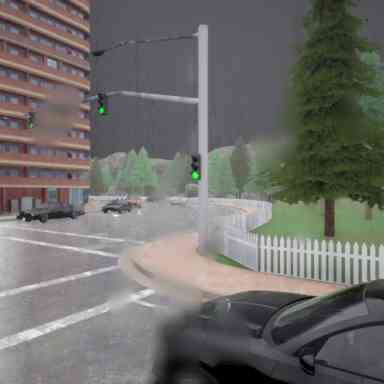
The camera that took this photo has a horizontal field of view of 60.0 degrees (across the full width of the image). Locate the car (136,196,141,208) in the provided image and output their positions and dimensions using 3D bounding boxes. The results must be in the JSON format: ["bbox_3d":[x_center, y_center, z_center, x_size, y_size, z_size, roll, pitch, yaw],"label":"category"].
[{"bbox_3d":[-8.100,1.289,45.690,2.097,1.767,4.553,0,0,-11],"label":"car"}]

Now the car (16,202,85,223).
[{"bbox_3d":[-10.623,1.487,25.575,2.033,1.411,5.357,0,0,24],"label":"car"}]

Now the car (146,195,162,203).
[{"bbox_3d":[-7.725,1.438,69.338,1.837,1.490,4.892,0,0,-42],"label":"car"}]

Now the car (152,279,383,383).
[{"bbox_3d":[1.890,1.478,2.641,5.008,1.535,1.882,0,0,36],"label":"car"}]

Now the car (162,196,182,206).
[{"bbox_3d":[-2.985,1.463,54.434,1.812,1.442,4.674,0,0,-19],"label":"car"}]

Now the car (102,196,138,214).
[{"bbox_3d":[-7.802,1.486,35.393,2.033,1.411,5.357,0,0,7],"label":"car"}]
